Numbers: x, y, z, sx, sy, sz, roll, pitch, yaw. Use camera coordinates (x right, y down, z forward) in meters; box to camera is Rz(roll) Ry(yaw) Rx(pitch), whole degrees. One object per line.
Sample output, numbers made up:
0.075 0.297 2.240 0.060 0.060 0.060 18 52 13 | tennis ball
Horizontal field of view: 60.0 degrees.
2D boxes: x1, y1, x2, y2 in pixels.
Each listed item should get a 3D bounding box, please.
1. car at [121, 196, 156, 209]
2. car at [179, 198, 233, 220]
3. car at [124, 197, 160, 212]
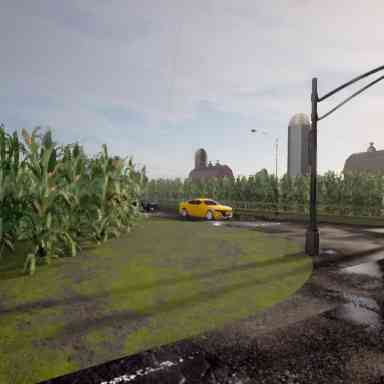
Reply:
-6.794 1.288 42.050 2.033 1.411 5.357 2 0 -38 | car
1.012 1.278 25.998 1.882 1.535 5.008 2 0 -38 | car
-5.176 1.321 33.931 1.895 1.301 4.718 2 0 -38 | car
